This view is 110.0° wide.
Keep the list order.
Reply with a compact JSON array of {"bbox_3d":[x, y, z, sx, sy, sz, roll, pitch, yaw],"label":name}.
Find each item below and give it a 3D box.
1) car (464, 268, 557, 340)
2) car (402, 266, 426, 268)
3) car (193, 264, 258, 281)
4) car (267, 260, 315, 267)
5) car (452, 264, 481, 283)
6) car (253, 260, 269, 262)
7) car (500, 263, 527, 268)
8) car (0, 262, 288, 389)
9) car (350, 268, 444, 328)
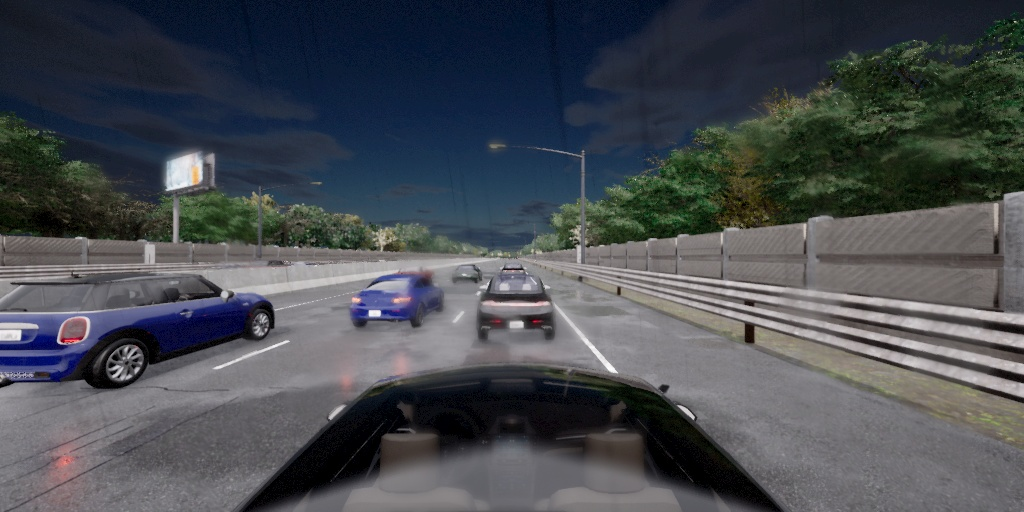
[{"bbox_3d":[0.100,1.244,9.978,2.128,1.511,4.902,0,0,0],"label":"car"},{"bbox_3d":[-6.905,1.369,25.639,1.895,1.301,4.718,0,0,1],"label":"car"},{"bbox_3d":[-24.601,1.379,31.033,1.895,1.301,4.718,0,0,0],"label":"car"},{"bbox_3d":[-17.610,1.301,29.668,1.812,1.442,4.674,0,0,0],"label":"car"},{"bbox_3d":[-3.403,1.336,27.843,1.994,1.385,4.181,0,0,0],"label":"car"},{"bbox_3d":[-21.101,1.128,30.387,2.097,1.767,4.553,0,0,0],"label":"car"},{"bbox_3d":[0.094,1.262,27.217,2.128,1.511,4.902,0,0,0],"label":"car"},{"bbox_3d":[-6.896,1.103,7.022,2.097,1.767,4.553,0,0,-1],"label":"car"},{"bbox_3d":[-3.405,1.279,11.295,1.812,1.442,4.674,0,0,1],"label":"car"}]
